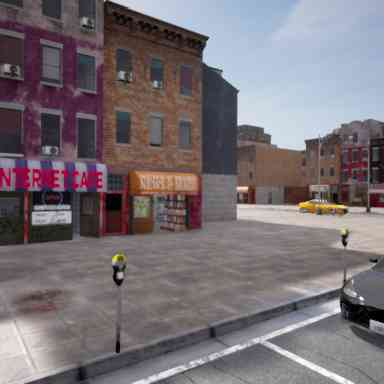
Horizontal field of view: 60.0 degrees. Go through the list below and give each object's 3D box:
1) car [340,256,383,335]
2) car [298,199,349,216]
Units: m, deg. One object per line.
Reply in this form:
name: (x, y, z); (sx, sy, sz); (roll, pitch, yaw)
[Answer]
car: (4.467, 1.567, 5.979); (4.313, 1.339, 1.947); (0, 0, -35)
car: (13.020, 1.522, 33.086); (1.882, 1.535, 5.008); (1, 0, -35)
